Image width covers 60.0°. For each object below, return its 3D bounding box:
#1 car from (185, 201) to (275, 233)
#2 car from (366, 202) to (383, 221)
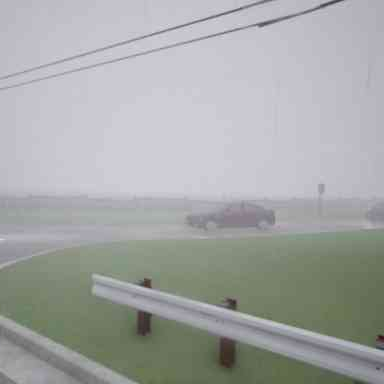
[{"bbox_3d":[2.072,1.235,17.760,5.008,1.535,1.882,1,1,-23],"label":"car"},{"bbox_3d":[15.038,1.296,24.577,4.553,1.767,2.097,1,1,-30],"label":"car"}]
